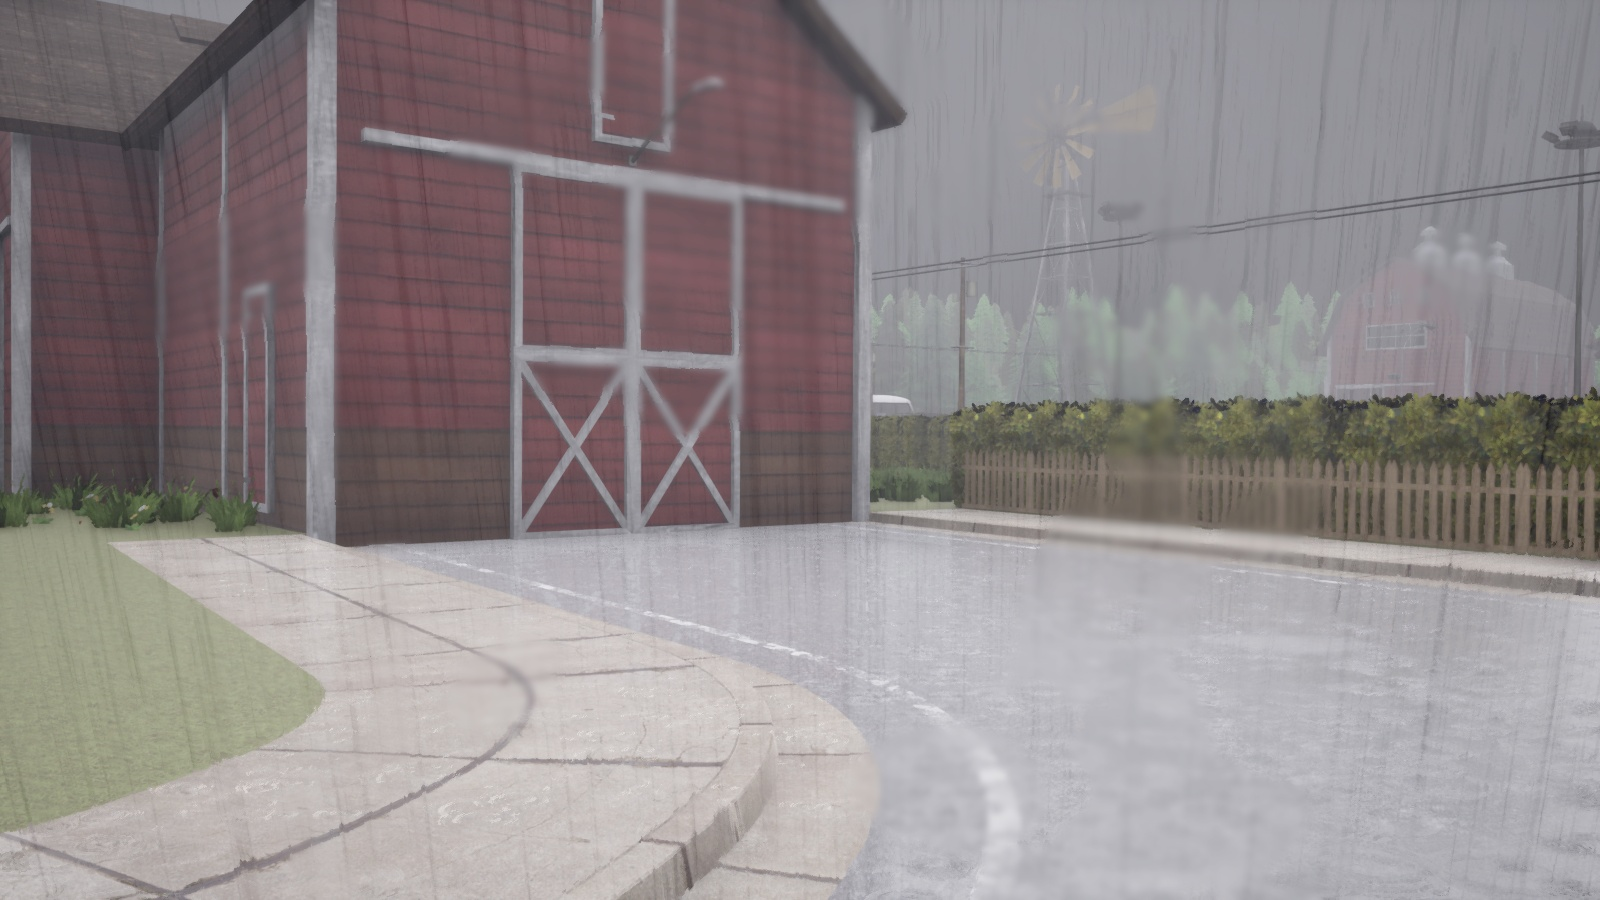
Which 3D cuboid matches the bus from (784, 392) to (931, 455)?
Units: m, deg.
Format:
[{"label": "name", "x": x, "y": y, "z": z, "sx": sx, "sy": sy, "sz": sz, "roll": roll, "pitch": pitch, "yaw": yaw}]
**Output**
[{"label": "bus", "x": 4.216, "y": -1.923, "z": 89.680, "sx": 10.273, "sy": 4.253, "sz": 3.944, "roll": -2, "pitch": 2, "yaw": -37}]
